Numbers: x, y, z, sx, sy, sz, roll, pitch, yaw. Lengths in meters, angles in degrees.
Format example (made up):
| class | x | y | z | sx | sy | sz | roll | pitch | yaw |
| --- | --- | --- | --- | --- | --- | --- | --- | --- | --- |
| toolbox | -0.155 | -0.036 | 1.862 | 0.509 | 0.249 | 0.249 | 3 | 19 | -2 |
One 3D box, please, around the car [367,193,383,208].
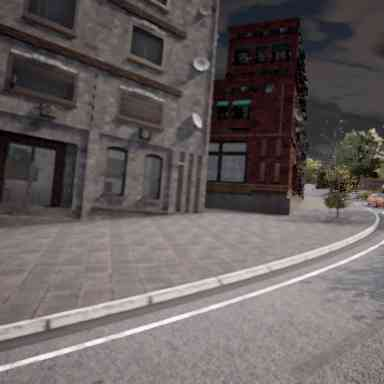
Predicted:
| class | x | y | z | sx | sy | sz | roll | pitch | yaw |
| --- | --- | --- | --- | --- | --- | --- | --- | --- | --- |
| car | 21.509 | 0.919 | 37.534 | 2.097 | 1.767 | 4.553 | 4 | 2 | 14 |
